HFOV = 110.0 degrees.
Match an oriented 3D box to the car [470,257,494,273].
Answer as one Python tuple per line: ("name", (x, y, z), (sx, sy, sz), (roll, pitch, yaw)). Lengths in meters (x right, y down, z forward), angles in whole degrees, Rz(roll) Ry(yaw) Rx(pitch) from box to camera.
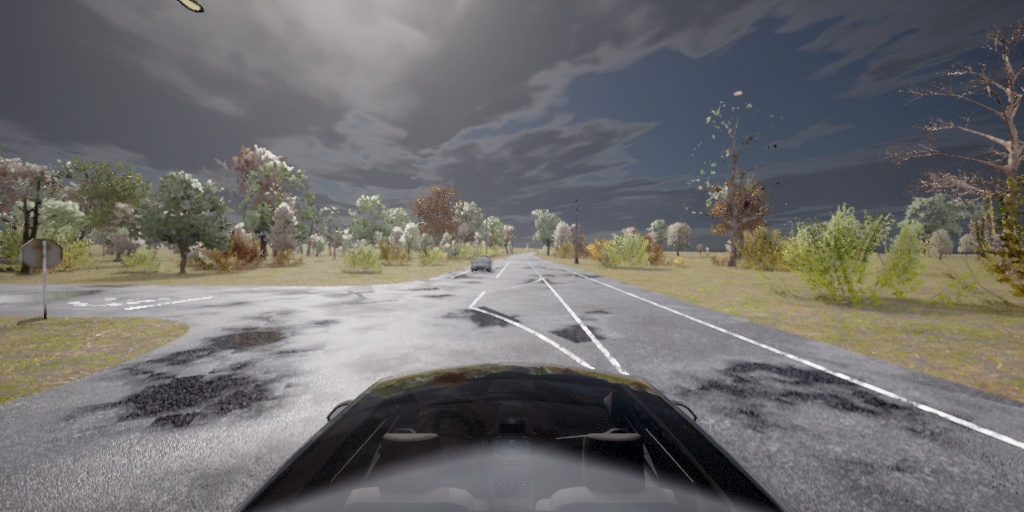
("car", (-2.820, 0.847, 34.412), (1.837, 1.490, 4.892), (0, 1, 1))
